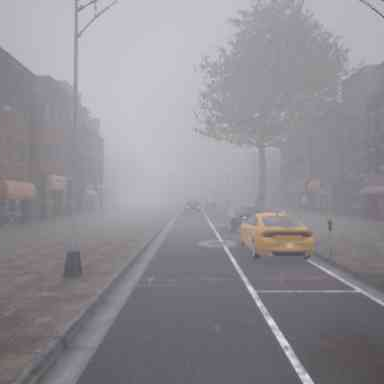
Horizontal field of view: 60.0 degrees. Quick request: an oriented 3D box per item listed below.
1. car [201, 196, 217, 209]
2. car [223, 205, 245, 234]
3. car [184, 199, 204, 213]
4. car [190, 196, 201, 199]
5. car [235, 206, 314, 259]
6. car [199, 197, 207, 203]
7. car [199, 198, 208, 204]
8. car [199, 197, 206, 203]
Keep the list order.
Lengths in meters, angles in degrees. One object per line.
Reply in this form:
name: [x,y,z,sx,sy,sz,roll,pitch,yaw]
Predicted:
car: [2.661,1.647,49.519,1.967,1.590,4.097,2,0,0]
car: [3.020,1.565,19.742,1.837,1.490,4.892,0,0,0]
car: [0.066,1.744,38.305,1.895,1.301,4.718,0,0,0]
car: [0.023,1.712,49.387,1.837,1.490,4.892,0,0,1]
car: [3.015,1.516,12.738,1.882,1.535,5.008,0,0,0]
car: [2.651,2.039,81.701,1.947,1.339,4.313,1,-1,0]
car: [2.652,1.982,76.264,1.947,1.339,4.313,1,-1,0]
car: [2.652,2.061,87.307,1.752,1.417,4.829,1,-1,0]
